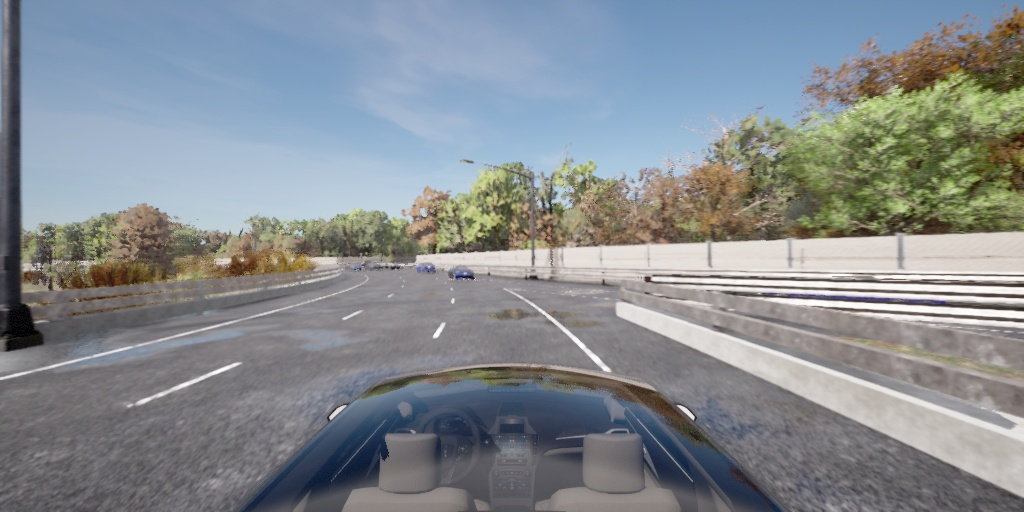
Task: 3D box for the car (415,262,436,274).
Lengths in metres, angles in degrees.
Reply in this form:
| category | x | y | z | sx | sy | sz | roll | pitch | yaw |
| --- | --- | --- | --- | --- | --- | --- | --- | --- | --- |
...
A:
| category | x | y | z | sx | sy | sz | roll | pitch | yaw |
| --- | --- | --- | --- | --- | --- | --- | --- | --- | --- |
| car | -13.324 | 1.744 | 55.008 | 2.097 | 1.767 | 4.553 | 0 | -1 | -29 |

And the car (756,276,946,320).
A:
| category | x | y | z | sx | sy | sz | roll | pitch | yaw |
| --- | --- | --- | --- | --- | --- | --- | --- | --- | --- |
| car | 11.593 | 1.347 | 12.779 | 4.718 | 1.301 | 1.895 | -1 | -1 | 41 |

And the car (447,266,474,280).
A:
| category | x | y | z | sx | sy | sz | roll | pitch | yaw |
| --- | --- | --- | --- | --- | --- | --- | --- | --- | --- |
| car | -5.259 | 1.696 | 36.603 | 1.994 | 1.385 | 4.181 | 0 | -1 | -22 |
